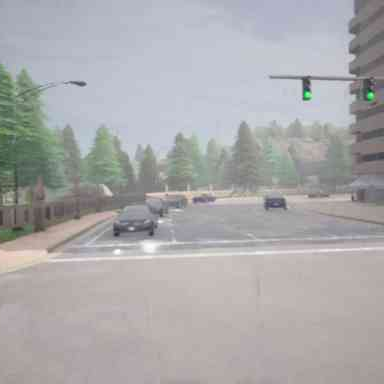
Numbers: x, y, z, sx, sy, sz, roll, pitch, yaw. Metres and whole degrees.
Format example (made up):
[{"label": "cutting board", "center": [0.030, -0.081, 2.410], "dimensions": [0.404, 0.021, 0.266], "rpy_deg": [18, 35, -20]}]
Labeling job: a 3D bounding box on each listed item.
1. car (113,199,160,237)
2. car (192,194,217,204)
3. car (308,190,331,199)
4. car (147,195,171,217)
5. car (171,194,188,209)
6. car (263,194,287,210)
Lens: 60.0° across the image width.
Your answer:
[{"label": "car", "center": [-2.803, 1.317, 17.053], "dimensions": [1.812, 1.442, 4.674], "rpy_deg": [-1, 1, -3]}, {"label": "car", "center": [1.762, 0.931, 46.623], "dimensions": [1.895, 1.301, 4.718], "rpy_deg": [-1, 1, 26]}, {"label": "car", "center": [22.242, 0.408, 58.067], "dimensions": [4.181, 1.385, 1.994], "rpy_deg": [-1, 1, -28]}, {"label": "car", "center": [-3.080, 1.192, 26.971], "dimensions": [1.812, 1.442, 4.674], "rpy_deg": [-1, 1, 3]}, {"label": "car", "center": [-1.843, 1.019, 37.091], "dimensions": [1.837, 1.490, 4.892], "rpy_deg": [-1, 1, 14]}, {"label": "car", "center": [7.969, 0.893, 32.254], "dimensions": [1.882, 1.535, 5.008], "rpy_deg": [-1, 1, 9]}]
